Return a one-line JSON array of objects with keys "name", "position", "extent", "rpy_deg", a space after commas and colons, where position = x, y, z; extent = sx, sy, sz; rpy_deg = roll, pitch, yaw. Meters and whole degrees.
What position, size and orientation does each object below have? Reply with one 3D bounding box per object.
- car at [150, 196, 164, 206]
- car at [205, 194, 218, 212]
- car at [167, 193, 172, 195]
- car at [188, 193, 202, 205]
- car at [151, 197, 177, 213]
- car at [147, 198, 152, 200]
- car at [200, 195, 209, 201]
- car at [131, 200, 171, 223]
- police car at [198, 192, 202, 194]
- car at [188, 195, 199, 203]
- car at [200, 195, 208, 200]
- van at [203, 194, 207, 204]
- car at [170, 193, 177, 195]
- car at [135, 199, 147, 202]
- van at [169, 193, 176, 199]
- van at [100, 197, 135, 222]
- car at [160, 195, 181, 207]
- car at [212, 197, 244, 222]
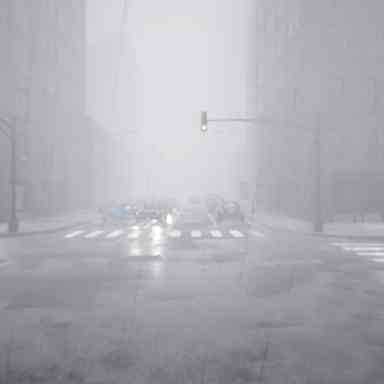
[{"name": "car", "position": [-5.619, 1.418, 53.621], "extent": [1.752, 1.417, 4.829], "rpy_deg": [0, 0, 0]}, {"name": "car", "position": [2.841, 1.366, 36.756], "extent": [1.967, 1.590, 4.097], "rpy_deg": [0, 0, 0]}, {"name": "car", "position": [-5.573, 1.411, 65.127], "extent": [1.887, 1.381, 4.507], "rpy_deg": [0, 0, 0]}, {"name": "car", "position": [0.350, 1.392, 55.946], "extent": [1.837, 1.490, 4.892], "rpy_deg": [0, 0, 0]}, {"name": "car", "position": [-2.931, 1.531, 35.210], "extent": [1.895, 1.301, 4.718], "rpy_deg": [0, 0, 0]}, {"name": "car", "position": [-5.685, 1.493, 36.786], "extent": [1.947, 1.339, 4.313], "rpy_deg": [0, 0, 0]}, {"name": "car", "position": [3.019, 1.391, 82.111], "extent": [1.947, 1.339, 4.313], "rpy_deg": [0, 0, 0]}, {"name": "car", "position": [-2.971, 1.549, 25.227], "extent": [1.895, 1.301, 4.718], "rpy_deg": [0, 0, 3]}, {"name": "police car", "position": [2.676, 1.275, 71.524], "extent": [1.930, 1.638, 5.238], "rpy_deg": [0, 0, 0]}, {"name": "car", "position": [0.295, 1.410, 66.265], "extent": [2.033, 1.411, 5.357], "rpy_deg": [0, 0, 0]}, {"name": "car", "position": [3.041, 1.377, 87.780], "extent": [1.947, 1.339, 4.313], "rpy_deg": [0, 0, 0]}, {"name": "van", "position": [2.885, 1.244, 48.094], "extent": [1.690, 1.788, 3.998], "rpy_deg": [0, 0, 0]}, {"name": "car", "position": [-5.507, 1.141, 82.132], "extent": [2.192, 1.841, 5.009], "rpy_deg": [0, 0, 0]}, {"name": "car", "position": [-5.707, 1.378, 31.118], "extent": [1.967, 1.590, 4.097], "rpy_deg": [0, 0, 0]}, {"name": "van", "position": [-5.463, 1.140, 93.467], "extent": [1.690, 1.788, 3.998], "rpy_deg": [0, 0, 0]}, {"name": "van", "position": [-5.729, 1.289, 25.449], "extent": [1.690, 1.788, 3.998], "rpy_deg": [0, 0, 0]}, {"name": "car", "position": [-2.881, 1.456, 45.900], "extent": [2.033, 1.411, 5.357], "rpy_deg": [0, 0, 0]}, {"name": "car", "position": [2.796, 1.388, 25.418], "extent": [1.967, 1.590, 4.097], "rpy_deg": [0, 0, 0]}]
